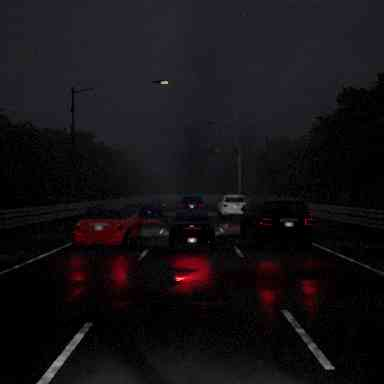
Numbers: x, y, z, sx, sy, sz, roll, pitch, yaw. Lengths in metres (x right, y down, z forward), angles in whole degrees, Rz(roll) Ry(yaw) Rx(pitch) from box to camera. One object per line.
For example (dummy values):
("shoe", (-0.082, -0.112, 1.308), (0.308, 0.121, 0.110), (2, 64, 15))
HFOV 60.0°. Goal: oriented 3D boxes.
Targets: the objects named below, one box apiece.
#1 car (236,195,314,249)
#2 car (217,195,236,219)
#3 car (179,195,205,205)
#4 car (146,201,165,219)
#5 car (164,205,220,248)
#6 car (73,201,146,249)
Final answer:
("car", (3.500, 1.260, 14.680), (2.150, 2.045, 5.566), (0, 0, 0))
("car", (3.500, 1.274, 29.681), (2.150, 2.045, 5.566), (0, 0, 0))
("car", (0.000, 1.274, 29.681), (2.150, 2.045, 5.566), (0, 0, 0))
("car", (-3.500, 1.501, 29.650), (1.882, 1.535, 5.008), (0, 0, 0))
("car", (0.000, 1.519, 14.651), (1.837, 1.490, 4.892), (0, 0, 0))
("car", (-3.500, 1.368, 14.620), (2.097, 1.767, 4.553), (0, 0, 0))
